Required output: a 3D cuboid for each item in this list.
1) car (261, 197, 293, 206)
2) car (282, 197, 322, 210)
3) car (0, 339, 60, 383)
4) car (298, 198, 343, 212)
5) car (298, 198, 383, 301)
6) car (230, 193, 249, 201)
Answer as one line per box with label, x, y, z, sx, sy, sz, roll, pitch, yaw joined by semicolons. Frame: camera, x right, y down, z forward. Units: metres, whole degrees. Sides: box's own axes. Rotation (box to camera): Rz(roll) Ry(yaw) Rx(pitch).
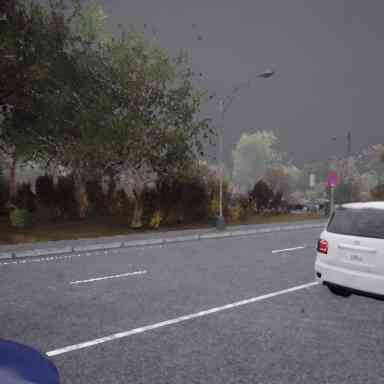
car;14.266;1.522;56.073;2.033;1.411;5.357;0;0;-32
car;12.539;1.490;38.756;2.128;1.511;4.902;0;0;-33
car;-3.070;1.526;1.553;4.674;1.442;1.812;0;0;-36
car;15.569;1.490;40.540;2.128;1.511;4.902;0;0;-32
car;5.050;1.221;7.356;5.566;2.045;2.150;0;0;-35
car;7.294;1.212;47.085;2.150;2.045;5.566;0;0;-32
